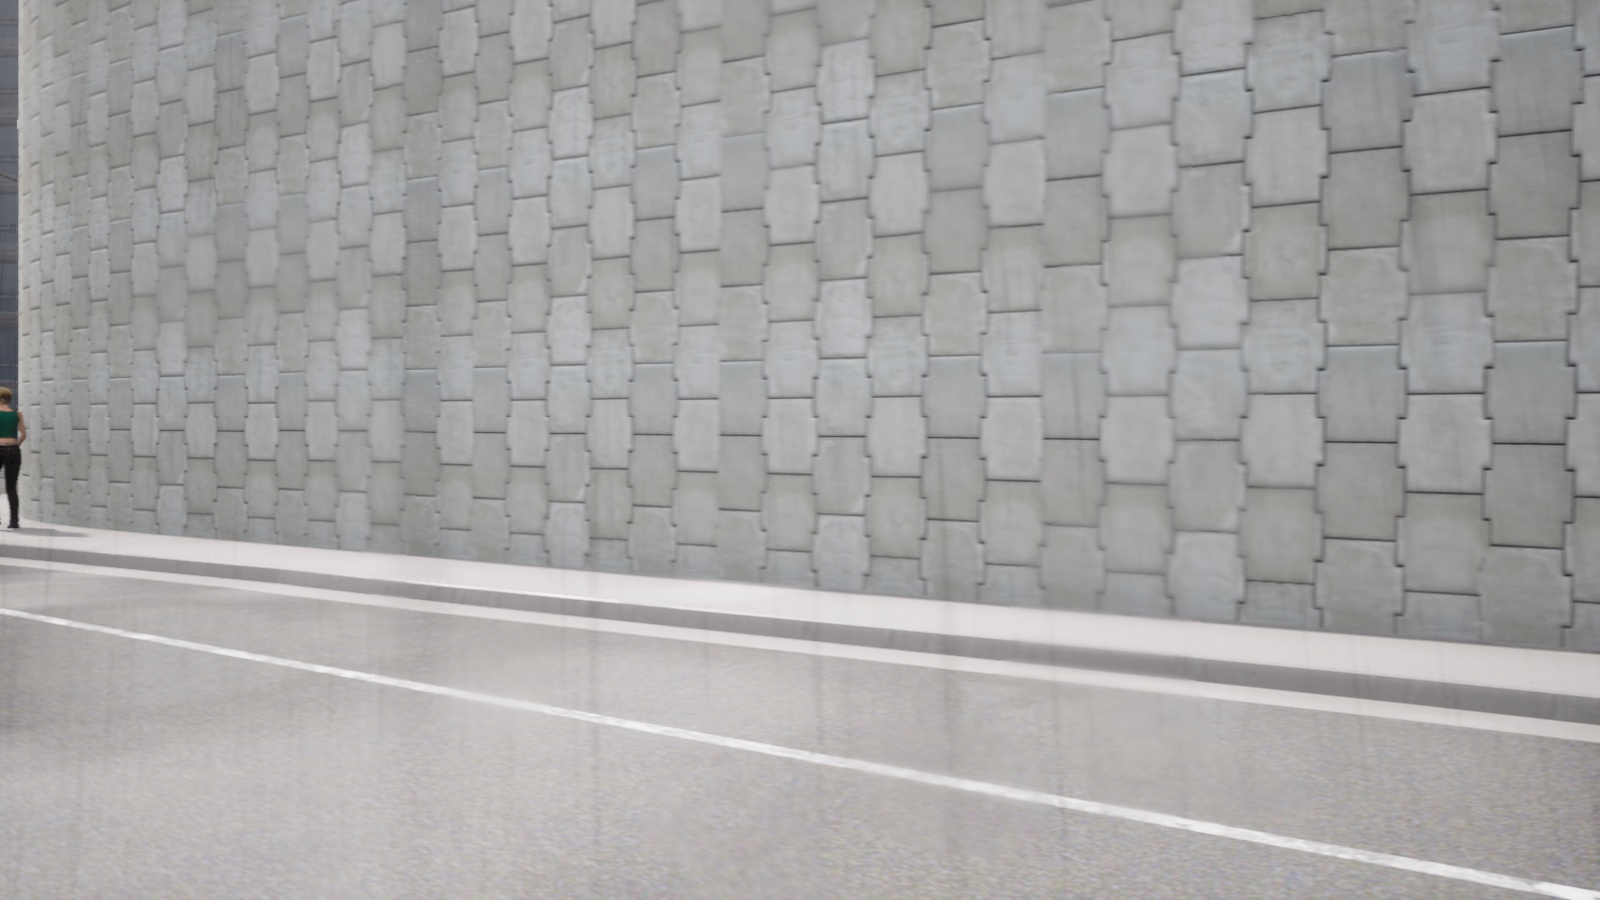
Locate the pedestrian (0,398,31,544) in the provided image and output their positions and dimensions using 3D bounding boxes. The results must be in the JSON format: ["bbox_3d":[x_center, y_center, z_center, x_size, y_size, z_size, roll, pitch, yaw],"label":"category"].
[{"bbox_3d":[-10.152,0.260,16.031,0.594,1.836,0.345,0,1,36],"label":"pedestrian"}]
